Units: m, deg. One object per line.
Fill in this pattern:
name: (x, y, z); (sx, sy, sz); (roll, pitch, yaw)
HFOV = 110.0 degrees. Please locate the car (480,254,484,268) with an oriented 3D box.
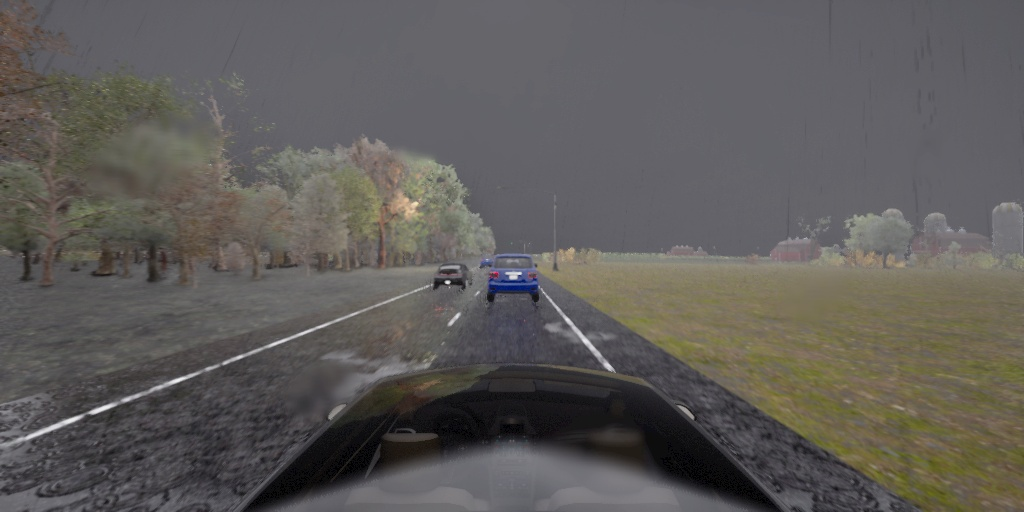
car: (-3.557, 0.781, 54.492); (2.150, 2.045, 5.566); (0, 0, 0)

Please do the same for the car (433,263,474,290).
car: (-3.464, 1.179, 21.683); (1.837, 1.490, 4.892); (0, 0, 0)

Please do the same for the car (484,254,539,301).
car: (0.049, 0.927, 17.041); (2.150, 2.045, 5.566); (0, 0, 0)
